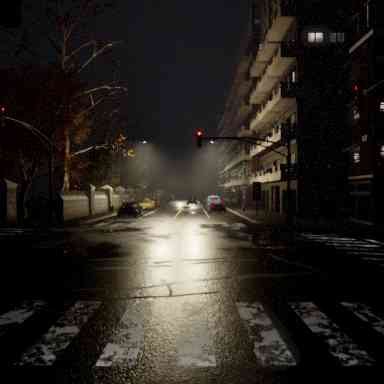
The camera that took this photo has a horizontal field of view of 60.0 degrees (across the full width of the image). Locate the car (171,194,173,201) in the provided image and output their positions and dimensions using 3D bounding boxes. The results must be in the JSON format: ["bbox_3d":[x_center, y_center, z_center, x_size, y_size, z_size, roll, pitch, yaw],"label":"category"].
[{"bbox_3d":[-5.680,1.508,70.275,1.967,1.590,4.097,0,0,0],"label":"car"}]

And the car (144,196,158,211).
[{"bbox_3d":[-5.683,1.550,41.955,1.752,1.417,4.829,0,0,0],"label":"car"}]

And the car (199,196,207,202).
[{"bbox_3d":[2.700,1.635,81.534,1.887,1.381,4.507,0,0,0],"label":"car"}]

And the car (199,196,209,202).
[{"bbox_3d":[2.700,1.629,75.904,2.008,1.369,4.403,0,0,0],"label":"car"}]

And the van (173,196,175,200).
[{"bbox_3d":[-5.679,1.432,81.536,1.690,1.788,3.998,0,0,0],"label":"van"}]

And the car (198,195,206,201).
[{"bbox_3d":[2.702,1.544,87.164,1.967,1.590,4.097,0,0,0],"label":"car"}]

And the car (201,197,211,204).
[{"bbox_3d":[2.699,1.602,64.643,1.887,1.381,4.507,0,0,0],"label":"car"}]

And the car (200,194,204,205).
[{"bbox_3d":[2.699,1.480,53.384,1.967,1.590,4.097,0,0,0],"label":"car"}]

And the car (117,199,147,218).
[{"bbox_3d":[-5.684,1.580,30.863,1.947,1.339,4.313,0,0,0],"label":"car"}]

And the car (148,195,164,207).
[{"bbox_3d":[-5.682,1.347,47.755,2.192,1.841,5.009,0,0,0],"label":"car"}]

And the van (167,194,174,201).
[{"bbox_3d":[-5.678,1.445,87.165,1.690,1.788,3.998,0,0,0],"label":"van"}]

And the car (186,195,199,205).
[{"bbox_3d":[0.006,1.597,59.579,2.033,1.411,5.357,0,0,0],"label":"car"}]

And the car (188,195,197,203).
[{"bbox_3d":[0.009,1.444,69.998,1.837,1.490,4.892,0,0,0],"label":"car"}]

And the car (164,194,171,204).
[{"bbox_3d":[-5.681,1.498,64.646,1.967,1.590,4.097,0,0,0],"label":"car"}]

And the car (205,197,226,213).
[{"bbox_3d":[2.697,1.564,36.492,1.887,1.381,4.507,0,0,0],"label":"car"}]

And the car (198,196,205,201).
[{"bbox_3d":[2.702,1.700,92.795,1.802,1.307,4.206,0,0,0],"label":"car"}]

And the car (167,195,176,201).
[{"bbox_3d":[-5.678,1.669,92.794,2.008,1.369,4.403,0,0,0],"label":"car"}]

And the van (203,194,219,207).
[{"bbox_3d":[2.698,1.366,42.123,1.690,1.788,3.998,0,0,0],"label":"van"}]

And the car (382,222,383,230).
[{"bbox_3d":[13.468,1.604,18.539,5.009,1.841,2.192,1,-1,-1],"label":"car"}]
